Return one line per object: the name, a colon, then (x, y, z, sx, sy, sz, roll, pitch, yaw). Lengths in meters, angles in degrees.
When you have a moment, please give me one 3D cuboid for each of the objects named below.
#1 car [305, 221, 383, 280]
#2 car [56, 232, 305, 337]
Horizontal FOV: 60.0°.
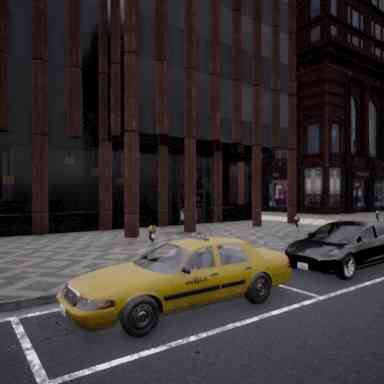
car: (4.671, 1.565, 9.967, 4.313, 1.339, 1.947, 0, 0, -35)
car: (-0.060, 1.525, 6.601, 4.829, 1.417, 1.752, 0, 0, -35)
